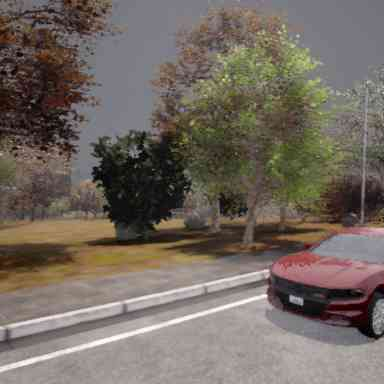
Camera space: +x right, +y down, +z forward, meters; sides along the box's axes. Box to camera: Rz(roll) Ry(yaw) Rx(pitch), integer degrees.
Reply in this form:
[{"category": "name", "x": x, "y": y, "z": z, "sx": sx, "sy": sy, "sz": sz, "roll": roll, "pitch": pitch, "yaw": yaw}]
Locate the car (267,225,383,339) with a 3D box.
[{"category": "car", "x": 3.633, "y": 1.507, "z": 6.935, "sx": 5.008, "sy": 1.535, "sz": 1.882, "roll": 1, "pitch": -1, "yaw": -39}]
